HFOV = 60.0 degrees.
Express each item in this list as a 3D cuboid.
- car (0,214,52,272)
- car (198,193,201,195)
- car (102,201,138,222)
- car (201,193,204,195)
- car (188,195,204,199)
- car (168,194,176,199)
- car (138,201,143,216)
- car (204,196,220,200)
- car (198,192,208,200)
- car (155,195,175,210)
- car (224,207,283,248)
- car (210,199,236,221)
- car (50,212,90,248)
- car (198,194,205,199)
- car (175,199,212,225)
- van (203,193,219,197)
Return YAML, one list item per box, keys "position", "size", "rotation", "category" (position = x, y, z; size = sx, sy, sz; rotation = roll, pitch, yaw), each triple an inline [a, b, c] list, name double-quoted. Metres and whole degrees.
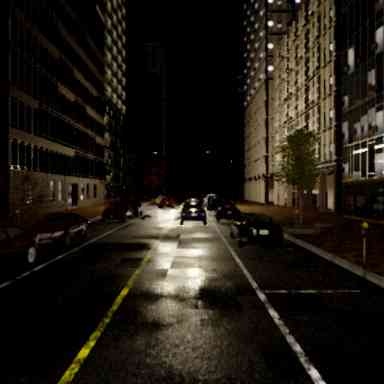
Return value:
- position: [-5.691, 1.524, 8.797]
  size: [1.887, 1.381, 4.507]
  rotation: [0, 0, 0]
  category: "car"
- position: [2.667, 1.102, 71.407]
  size: [2.192, 1.841, 5.009]
  rotation: [0, 0, 0]
  category: "car"
- position: [-5.698, 1.480, 25.875]
  size: [1.887, 1.381, 4.507]
  rotation: [0, 0, 0]
  category: "car"
- position: [2.675, 1.308, 48.639]
  size: [1.967, 1.590, 4.097]
  rotation: [0, 0, 0]
  category: "car"
- position: [0.084, 1.435, 42.212]
  size: [2.033, 1.411, 5.357]
  rotation: [0, 0, 0]
  category: "car"
- position: [-5.724, 1.264, 94.186]
  size: [1.947, 1.339, 4.313]
  rotation: [0, 0, 0]
  category: "car"
- position: [-5.700, 1.486, 31.568]
  size: [1.947, 1.339, 4.313]
  rotation: [0, 0, 0]
  category: "car"
- position: [2.679, 1.469, 37.255]
  size: [1.947, 1.339, 4.313]
  rotation: [0, 0, 0]
  category: "car"
- position: [2.663, 1.059, 82.792]
  size: [2.192, 1.841, 5.009]
  rotation: [0, 0, 0]
  category: "car"
- position: [-3.107, 1.416, 41.222]
  size: [1.812, 1.442, 4.674]
  rotation: [0, 0, 0]
  category: "car"
- position: [2.687, 1.532, 14.486]
  size: [1.947, 1.339, 4.313]
  rotation: [0, 0, 0]
  category: "car"
- position: [2.683, 1.502, 25.870]
  size: [1.947, 1.339, 4.313]
  rotation: [0, 0, 0]
  category: "car"
- position: [-5.694, 1.547, 14.491]
  size: [1.802, 1.307, 4.206]
  rotation: [0, 0, 0]
  category: "car"
- position: [2.657, 1.223, 94.346]
  size: [1.752, 1.417, 4.829]
  rotation: [0, 0, 0]
  category: "car"
- position: [0.091, 1.489, 23.770]
  size: [2.033, 1.411, 5.357]
  rotation: [0, 0, 0]
  category: "car"
- position: [2.677, 1.227, 42.948]
  size: [1.690, 1.788, 3.998]
  rotation: [0, 0, 0]
  category: "van"
